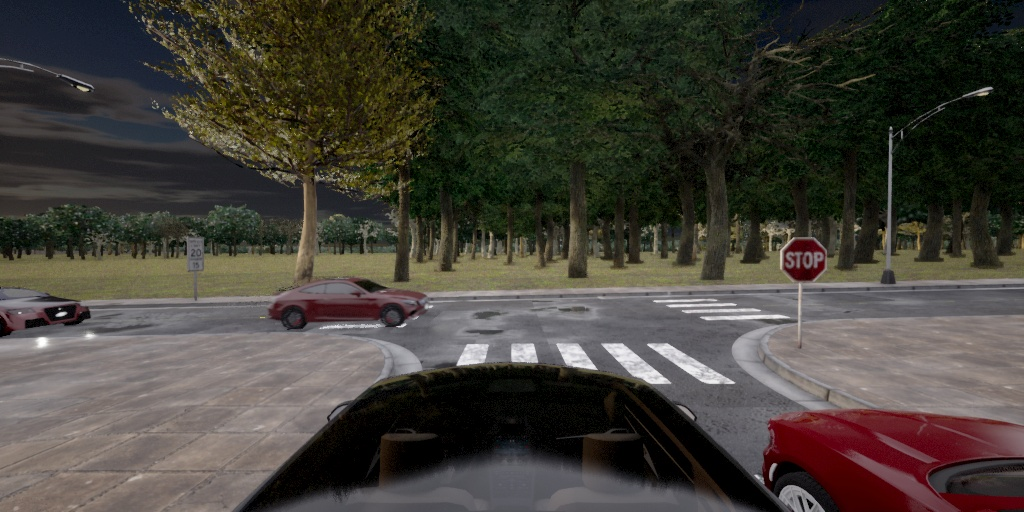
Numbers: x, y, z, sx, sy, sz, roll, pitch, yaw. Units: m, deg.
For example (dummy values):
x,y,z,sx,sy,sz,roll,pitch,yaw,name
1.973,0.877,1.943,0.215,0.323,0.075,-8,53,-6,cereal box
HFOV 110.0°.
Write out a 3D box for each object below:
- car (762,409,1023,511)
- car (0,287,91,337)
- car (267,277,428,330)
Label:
x,y,z,sx,sy,sz,roll,pitch,yaw,name
2.635,1.295,0.730,1.888,1.381,4.507,0,0,0,car
-16.045,1.687,11.168,4.181,1.385,1.994,-1,1,0,car
-5.007,1.379,11.169,4.674,1.442,1.812,-2,1,0,car
